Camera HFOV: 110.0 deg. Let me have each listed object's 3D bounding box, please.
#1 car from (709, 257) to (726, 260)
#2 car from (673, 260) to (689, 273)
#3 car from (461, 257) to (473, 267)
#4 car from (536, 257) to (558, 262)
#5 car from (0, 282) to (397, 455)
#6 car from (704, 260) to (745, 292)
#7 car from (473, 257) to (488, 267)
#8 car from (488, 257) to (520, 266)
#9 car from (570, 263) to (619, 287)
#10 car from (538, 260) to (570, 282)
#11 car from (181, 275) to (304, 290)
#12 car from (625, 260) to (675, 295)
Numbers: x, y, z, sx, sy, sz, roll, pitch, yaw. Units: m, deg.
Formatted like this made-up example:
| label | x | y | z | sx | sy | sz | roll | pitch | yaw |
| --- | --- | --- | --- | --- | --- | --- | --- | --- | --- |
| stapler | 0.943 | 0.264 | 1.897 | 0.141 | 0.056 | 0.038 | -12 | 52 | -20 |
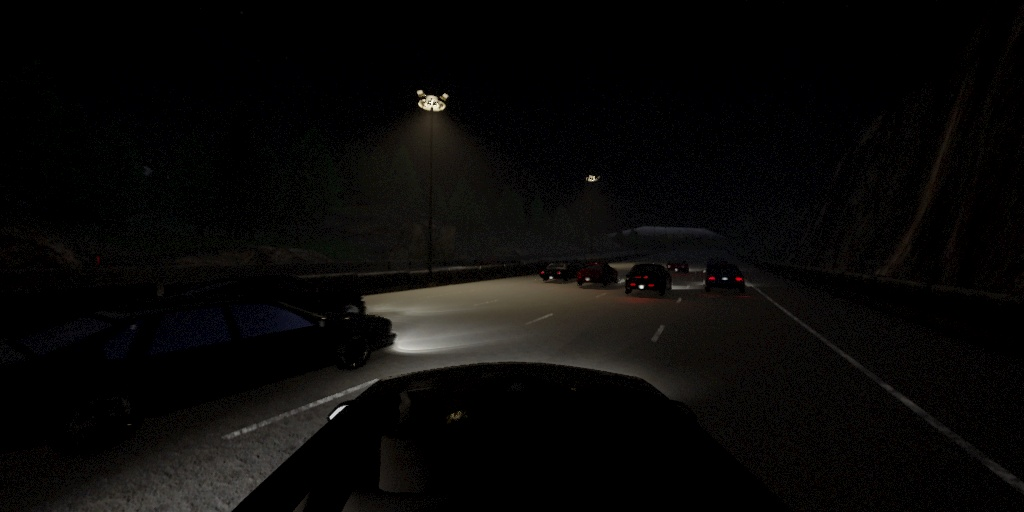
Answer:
| label | x | y | z | sx | sy | sz | roll | pitch | yaw |
| --- | --- | --- | --- | --- | --- | --- | --- | --- | --- |
| car | 20.500 | 0.891 | 35.795 | 1.882 | 1.535 | 5.008 | 0 | 1 | 29 |
| car | 16.920 | 1.028 | 36.548 | 1.895 | 1.301 | 4.718 | 0 | 1 | 29 |
| car | -5.697 | 0.855 | 53.822 | 1.812 | 1.442 | 4.674 | 0 | 1 | 29 |
| car | 5.145 | 0.829 | 51.680 | 2.033 | 1.411 | 5.357 | 0 | 1 | 29 |
| car | -4.296 | 1.290 | 5.227 | 2.033 | 1.411 | 5.357 | 0 | 0 | 29 |
| car | 11.995 | 1.183 | 20.333 | 2.033 | 1.411 | 5.357 | 0 | 1 | 29 |
| car | -3.032 | 0.824 | 51.422 | 1.882 | 1.535 | 5.008 | 0 | 1 | 29 |
| car | -0.761 | 0.854 | 48.313 | 1.882 | 1.535 | 5.008 | 0 | 1 | 29 |
| car | 5.592 | 1.159 | 23.243 | 1.812 | 1.442 | 4.674 | 0 | 1 | 29 |
| car | 3.840 | 1.204 | 27.292 | 1.895 | 1.301 | 4.718 | 0 | 1 | 29 |
| car | -6.155 | 1.212 | 9.122 | 1.882 | 1.535 | 5.008 | 0 | 0 | 29 |
| car | 7.305 | 1.165 | 19.068 | 1.837 | 1.490 | 4.892 | 0 | 1 | 29 |
